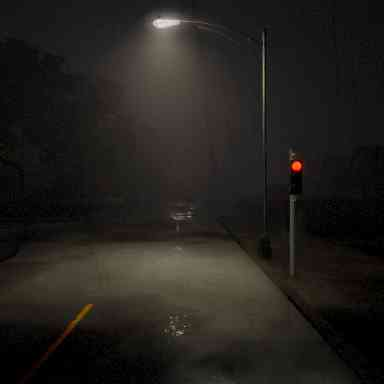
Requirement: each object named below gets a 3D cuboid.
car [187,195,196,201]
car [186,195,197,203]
[{"bbox_3d":[-0.084,1.427,77.535,1.895,1.301,4.718,0,0,0],"label":"car"},{"bbox_3d":[-0.073,1.525,67.501,1.812,1.442,4.674,0,0,0],"label":"car"}]
